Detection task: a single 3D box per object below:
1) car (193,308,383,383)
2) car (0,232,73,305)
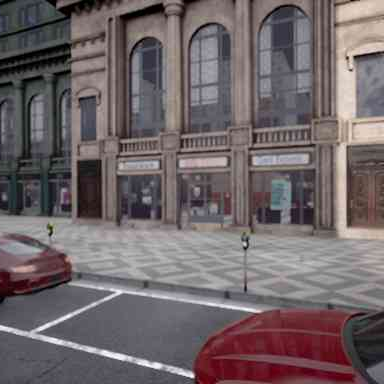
[{"bbox_3d":[2.410,1.480,2.263,5.008,1.535,1.882,0,0,22],"label":"car"},{"bbox_3d":[-4.655,1.587,7.571,4.206,1.307,1.802,0,0,24],"label":"car"}]
